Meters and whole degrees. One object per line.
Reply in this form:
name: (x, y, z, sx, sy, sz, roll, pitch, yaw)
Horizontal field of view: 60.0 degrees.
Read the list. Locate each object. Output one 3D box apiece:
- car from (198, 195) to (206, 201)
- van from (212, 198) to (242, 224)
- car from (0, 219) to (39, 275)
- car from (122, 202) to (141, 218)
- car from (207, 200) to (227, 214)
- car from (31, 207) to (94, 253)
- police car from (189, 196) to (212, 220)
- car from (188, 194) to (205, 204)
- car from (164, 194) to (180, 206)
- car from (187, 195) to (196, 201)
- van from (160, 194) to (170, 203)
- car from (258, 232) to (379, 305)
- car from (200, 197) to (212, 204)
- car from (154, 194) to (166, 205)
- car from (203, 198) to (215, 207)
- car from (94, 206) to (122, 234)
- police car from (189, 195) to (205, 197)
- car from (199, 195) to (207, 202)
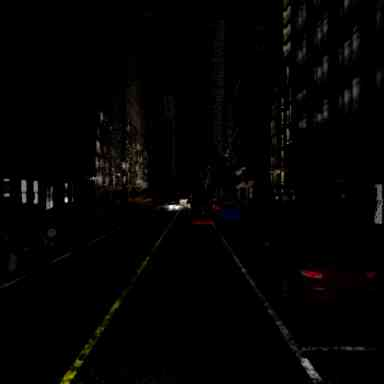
car: (2.662, 1.477, 87.509, 1.967, 1.590, 4.097, 0, 0, 0)
van: (2.682, 1.367, 24.893, 1.690, 1.788, 3.998, 0, 0, 0)
car: (-5.694, 1.563, 7.815, 2.008, 1.369, 4.403, 0, 0, 0)
car: (-5.701, 1.613, 30.585, 1.802, 1.307, 4.206, 0, 0, 0)
car: (2.678, 1.617, 36.277, 1.802, 1.307, 4.206, 0, 0, 0)
car: (-5.696, 1.458, 13.509, 1.967, 1.590, 4.097, 0, 0, 0)
police car: (0.890, 1.455, 29.021, 1.930, 1.638, 5.238, 0, 0, 0)
car: (0.885, 1.267, 44.942, 2.150, 2.045, 5.566, 0, 0, 0)
car: (-3.077, 1.542, 57.758, 2.128, 1.511, 4.902, 0, 0, 1)
car: (-0.026, 1.466, 79.658, 2.033, 1.411, 5.357, 0, 0, 0)
van: (-5.713, 1.391, 70.433, 1.690, 1.788, 3.998, 0, 0, 0)
car: (2.687, 1.594, 7.816, 1.802, 1.307, 4.206, 0, 0, 0)
car: (2.669, 1.602, 64.740, 2.008, 1.369, 4.403, 0, 0, 0)
car: (-5.710, 1.602, 59.048, 2.008, 1.369, 4.403, 0, 0, 0)
car: (2.673, 1.630, 53.355, 1.802, 1.307, 4.206, 0, 0, 0)
car: (-5.697, 1.573, 19.201, 2.008, 1.369, 4.403, 0, 0, 0)
police car: (0.887, 1.462, 39.021, 1.930, 1.638, 5.238, 0, 0, 0)
car: (2.664, 1.482, 81.817, 1.967, 1.590, 4.097, 0, 0, 0)
